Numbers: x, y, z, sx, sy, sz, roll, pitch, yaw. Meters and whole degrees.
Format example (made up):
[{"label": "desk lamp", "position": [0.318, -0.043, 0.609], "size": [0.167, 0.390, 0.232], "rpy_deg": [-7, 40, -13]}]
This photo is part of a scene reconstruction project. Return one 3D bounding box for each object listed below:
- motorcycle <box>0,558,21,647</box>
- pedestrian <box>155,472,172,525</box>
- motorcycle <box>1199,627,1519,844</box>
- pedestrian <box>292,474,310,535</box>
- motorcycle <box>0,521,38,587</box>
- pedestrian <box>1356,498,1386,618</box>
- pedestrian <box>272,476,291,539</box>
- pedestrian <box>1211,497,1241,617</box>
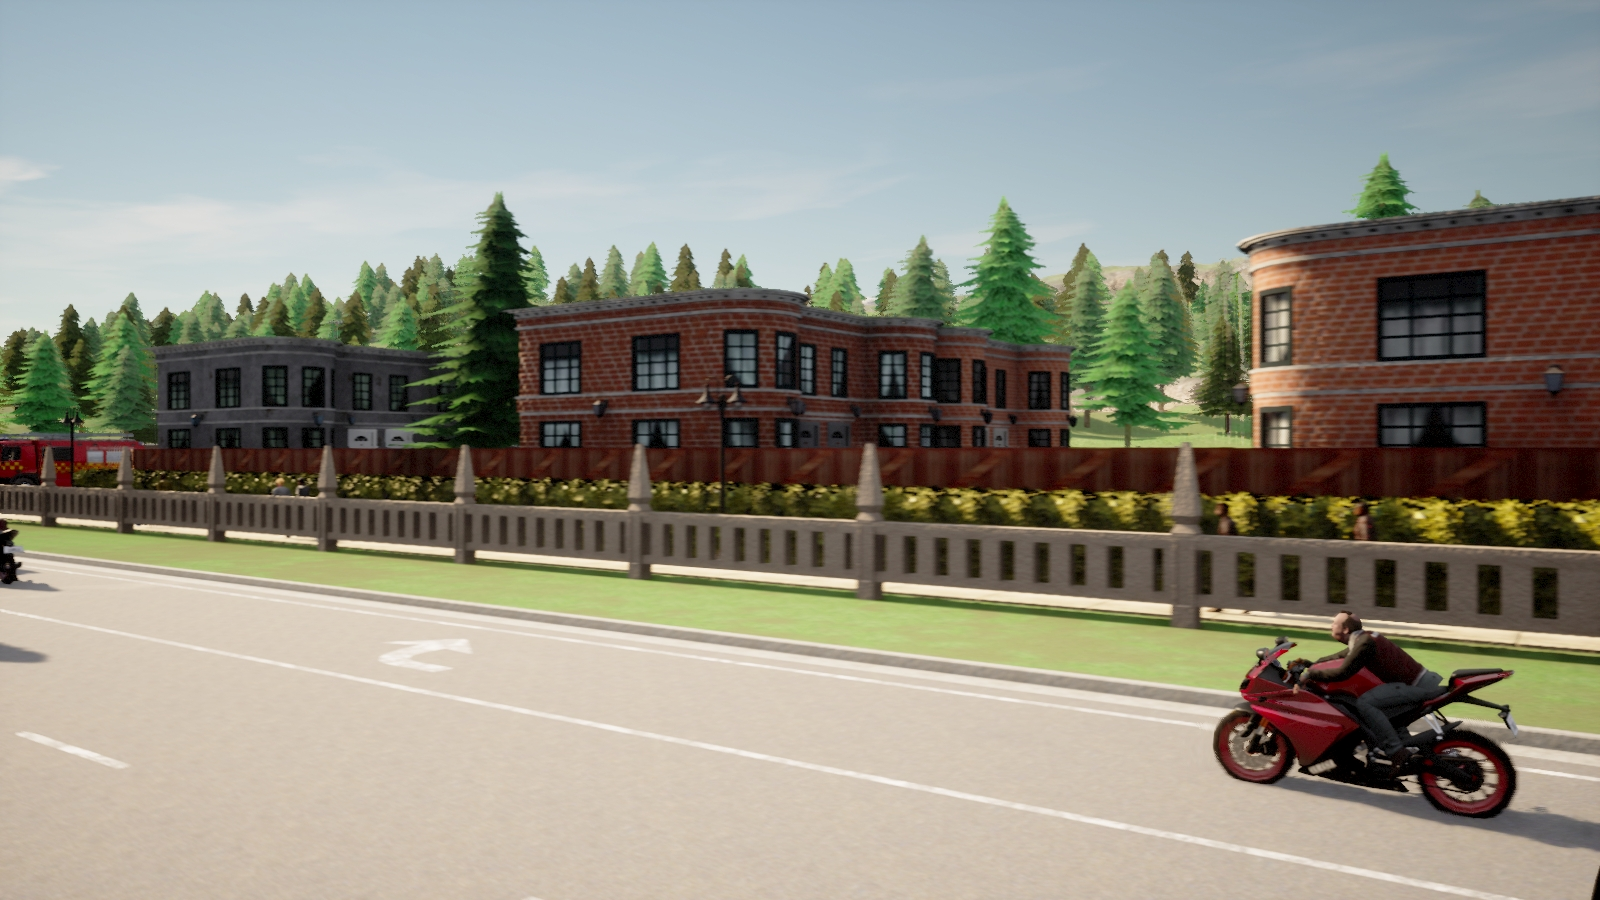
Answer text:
[{"label": "motorcycle", "position": [-12.203, 2.186, 16.601], "size": [2.033, 1.199, 0.803], "rpy_deg": [0, 0, 35]}, {"label": "pedestrian", "position": [-22.412, 1.699, 40.230], "size": [0.375, 1.860, 0.375], "rpy_deg": [0, 0, 35]}, {"label": "motorcycle", "position": [4.466, 2.205, 9.203], "size": [2.209, 1.251, 0.867], "rpy_deg": [0, 0, 35]}, {"label": "pedestrian", "position": [-15.583, 1.697, 35.661], "size": [0.375, 1.860, 0.375], "rpy_deg": [0, 0, 33]}, {"label": "motorcycle", "position": [-17.226, 2.205, 24.391], "size": [2.209, 1.251, 0.867], "rpy_deg": [0, 0, 35]}, {"label": "pedestrian", "position": [9.056, 1.698, 18.124], "size": [0.375, 1.860, 0.375], "rpy_deg": [0, 0, 33]}, {"label": "pedestrian", "position": [-15.361, 1.696, 33.867], "size": [0.375, 1.860, 0.375], "rpy_deg": [0, 0, 35]}, {"label": "pedestrian", "position": [6.785, 1.697, 18.197], "size": [0.375, 1.860, 0.375], "rpy_deg": [0, 0, 35]}]
